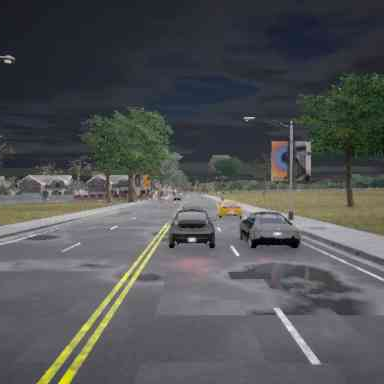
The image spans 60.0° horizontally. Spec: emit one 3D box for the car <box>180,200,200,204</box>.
[{"bbox_3d":[0.000,1.595,29.684,1.895,1.301,4.718,0,0,0],"label":"car"}]

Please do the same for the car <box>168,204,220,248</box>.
[{"bbox_3d":[0.000,1.507,14.652,1.837,1.490,4.892,0,0,0],"label":"car"}]

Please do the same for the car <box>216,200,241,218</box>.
[{"bbox_3d":[3.250,1.463,29.654,1.882,1.535,5.008,0,0,0],"label":"car"}]

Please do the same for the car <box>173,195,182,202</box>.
[{"bbox_3d":[-3.250,1.423,74.962,2.033,1.411,5.357,0,0,0],"label":"car"}]

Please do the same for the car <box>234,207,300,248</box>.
[{"bbox_3d":[3.250,1.563,14.652,1.994,1.385,4.181,0,0,0],"label":"car"}]

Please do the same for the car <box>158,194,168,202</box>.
[{"bbox_3d":[-6.500,1.238,74.990,2.097,1.767,4.553,0,0,0],"label":"car"}]
